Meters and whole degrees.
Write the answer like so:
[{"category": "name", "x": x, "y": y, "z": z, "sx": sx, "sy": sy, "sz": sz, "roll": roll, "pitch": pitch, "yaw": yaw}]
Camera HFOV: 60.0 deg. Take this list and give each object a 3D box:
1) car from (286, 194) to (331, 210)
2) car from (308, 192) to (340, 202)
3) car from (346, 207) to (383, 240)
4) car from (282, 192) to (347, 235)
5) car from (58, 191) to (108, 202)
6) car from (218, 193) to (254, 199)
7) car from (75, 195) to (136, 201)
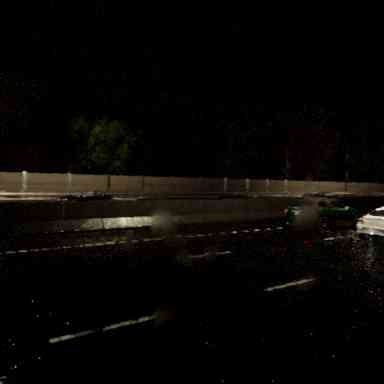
[{"category": "car", "x": 11.654, "y": 0.984, "z": 33.128, "sx": 4.674, "sy": 1.442, "sz": 1.812, "roll": 0, "pitch": 1, "yaw": -34}, {"category": "car", "x": 20.629, "y": 0.742, "z": 51.884, "sx": 5.357, "sy": 1.411, "sz": 2.033, "roll": 0, "pitch": 1, "yaw": -34}, {"category": "car", "x": 8.909, "y": 1.348, "z": 14.240, "sx": 4.674, "sy": 1.442, "sz": 1.812, "roll": 0, "pitch": 1, "yaw": -34}, {"category": "car", "x": 6.787, "y": 1.082, "z": 17.023, "sx": 4.553, "sy": 1.767, "sz": 2.097, "roll": 0, "pitch": 1, "yaw": -34}, {"category": "car", "x": -9.895, "y": 0.663, "z": 31.162, "sx": 4.902, "sy": 1.511, "sz": 2.128, "roll": 0, "pitch": 1, "yaw": -34}, {"category": "car", "x": 5.486, "y": 0.783, "z": 41.618, "sx": 4.718, "sy": 1.301, "sz": 1.895, "roll": 0, "pitch": 1, "yaw": -34}, {"category": "car", "x": -4.871, "y": 1.048, "z": 21.894, "sx": 4.718, "sy": 1.301, "sz": 1.895, "roll": 0, "pitch": 1, "yaw": -34}]
